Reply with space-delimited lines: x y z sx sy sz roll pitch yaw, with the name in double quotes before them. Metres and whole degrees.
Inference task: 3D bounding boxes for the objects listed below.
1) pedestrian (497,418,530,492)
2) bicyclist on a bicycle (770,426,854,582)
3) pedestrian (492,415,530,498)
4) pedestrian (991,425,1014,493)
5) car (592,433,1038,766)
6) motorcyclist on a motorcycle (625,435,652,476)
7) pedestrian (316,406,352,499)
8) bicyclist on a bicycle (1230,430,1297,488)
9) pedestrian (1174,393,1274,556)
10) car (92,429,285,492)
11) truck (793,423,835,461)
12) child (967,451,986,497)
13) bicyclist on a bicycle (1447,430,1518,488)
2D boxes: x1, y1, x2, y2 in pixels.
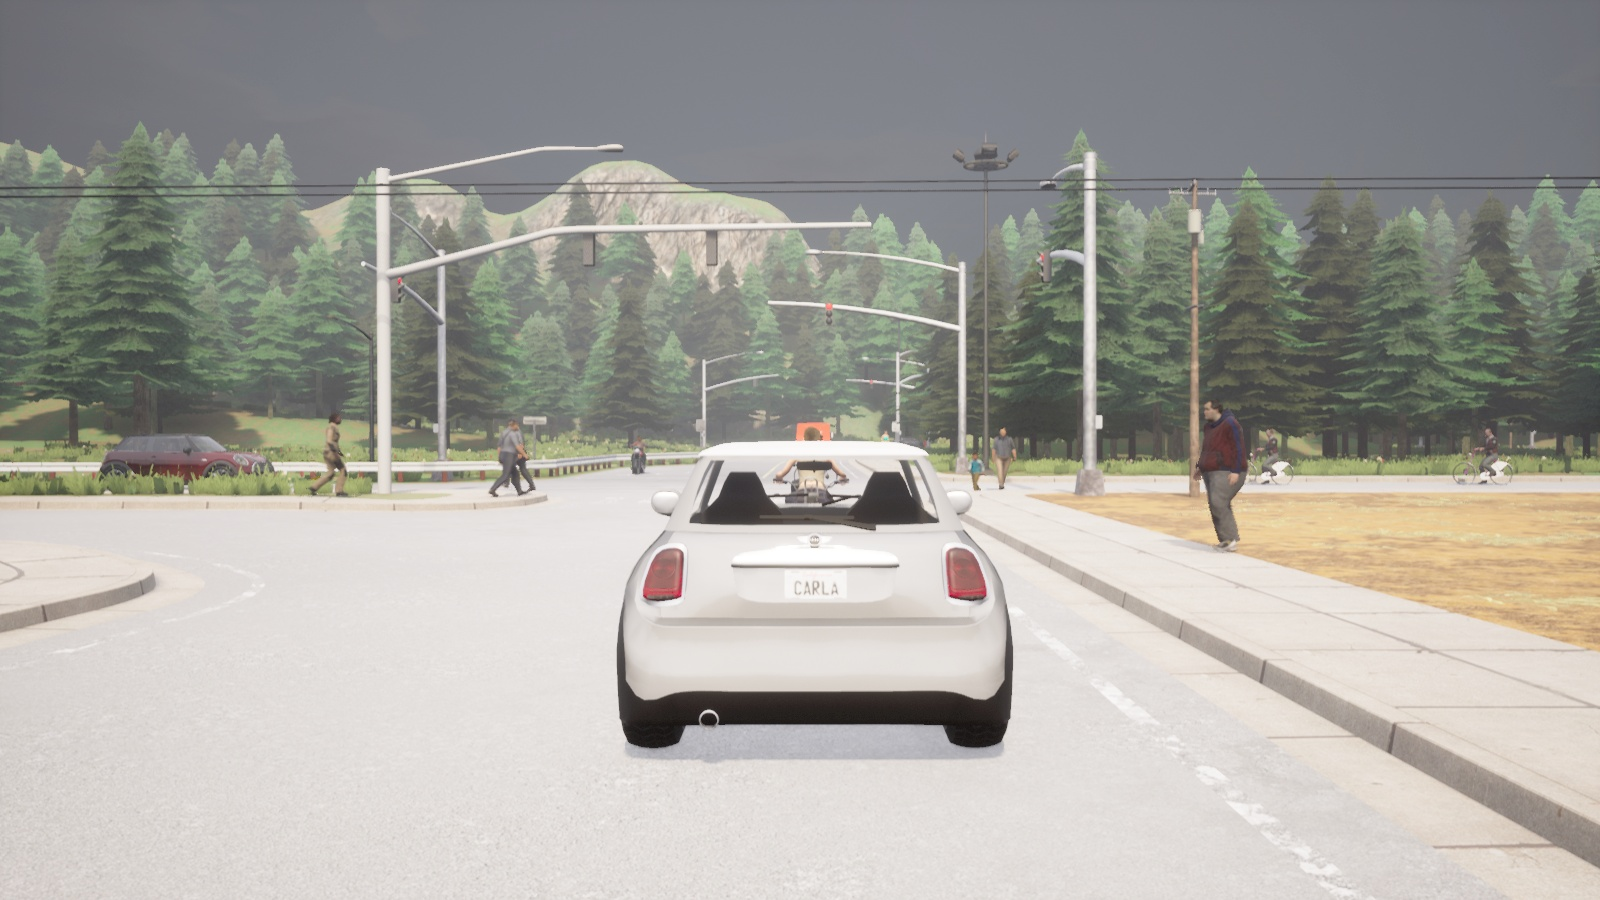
"pedestrian" -7.197 0.115 31.582 0.694 1.848 0.540 0 1 3
"bicyclist on a bicycle" 0.123 0.556 13.749 0.866 1.612 1.509 0 1 0
"pedestrian" -6.548 0.143 28.459 0.694 1.848 0.540 0 1 -36
"pedestrian" 5.577 0.245 34.620 0.540 1.848 0.694 0 1 2
"car" 0.070 0.643 7.457 1.970 1.475 3.806 0 1 0
"motorcyclist on a motorcycle" -6.599 0.219 51.340 0.766 1.649 2.350 0 1 0
"pedestrian" -9.787 0.053 26.371 0.692 1.930 0.396 0 1 -23
"bicyclist on a bicycle" 14.425 0.278 39.097 1.843 1.776 0.659 0 1 1
"pedestrian" 4.909 0.273 14.576 0.899 1.844 0.634 0 1 -9
"car" -17.662 0.294 36.424 4.553 1.767 2.097 0 1 1
"truck" 0.965 -0.520 83.648 2.627 2.467 5.204 0 1 2
"child" 4.602 0.614 32.759 0.343 1.192 0.448 0 1 34
"bicyclist on a bicycle" 21.147 0.280 38.923 1.843 1.776 0.659 0 1 1
